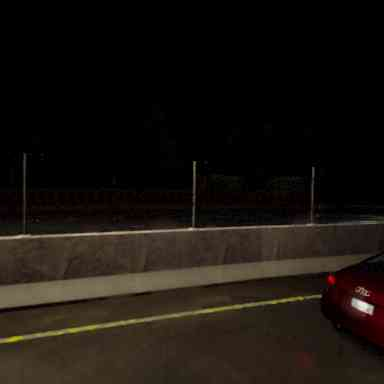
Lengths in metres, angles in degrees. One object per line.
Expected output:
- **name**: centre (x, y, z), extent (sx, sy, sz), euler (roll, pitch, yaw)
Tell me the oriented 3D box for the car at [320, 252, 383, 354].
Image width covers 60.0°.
- **car**: centre (4.093, 1.466, 5.002), extent (4.181, 1.385, 1.994), euler (0, 2, -20)
